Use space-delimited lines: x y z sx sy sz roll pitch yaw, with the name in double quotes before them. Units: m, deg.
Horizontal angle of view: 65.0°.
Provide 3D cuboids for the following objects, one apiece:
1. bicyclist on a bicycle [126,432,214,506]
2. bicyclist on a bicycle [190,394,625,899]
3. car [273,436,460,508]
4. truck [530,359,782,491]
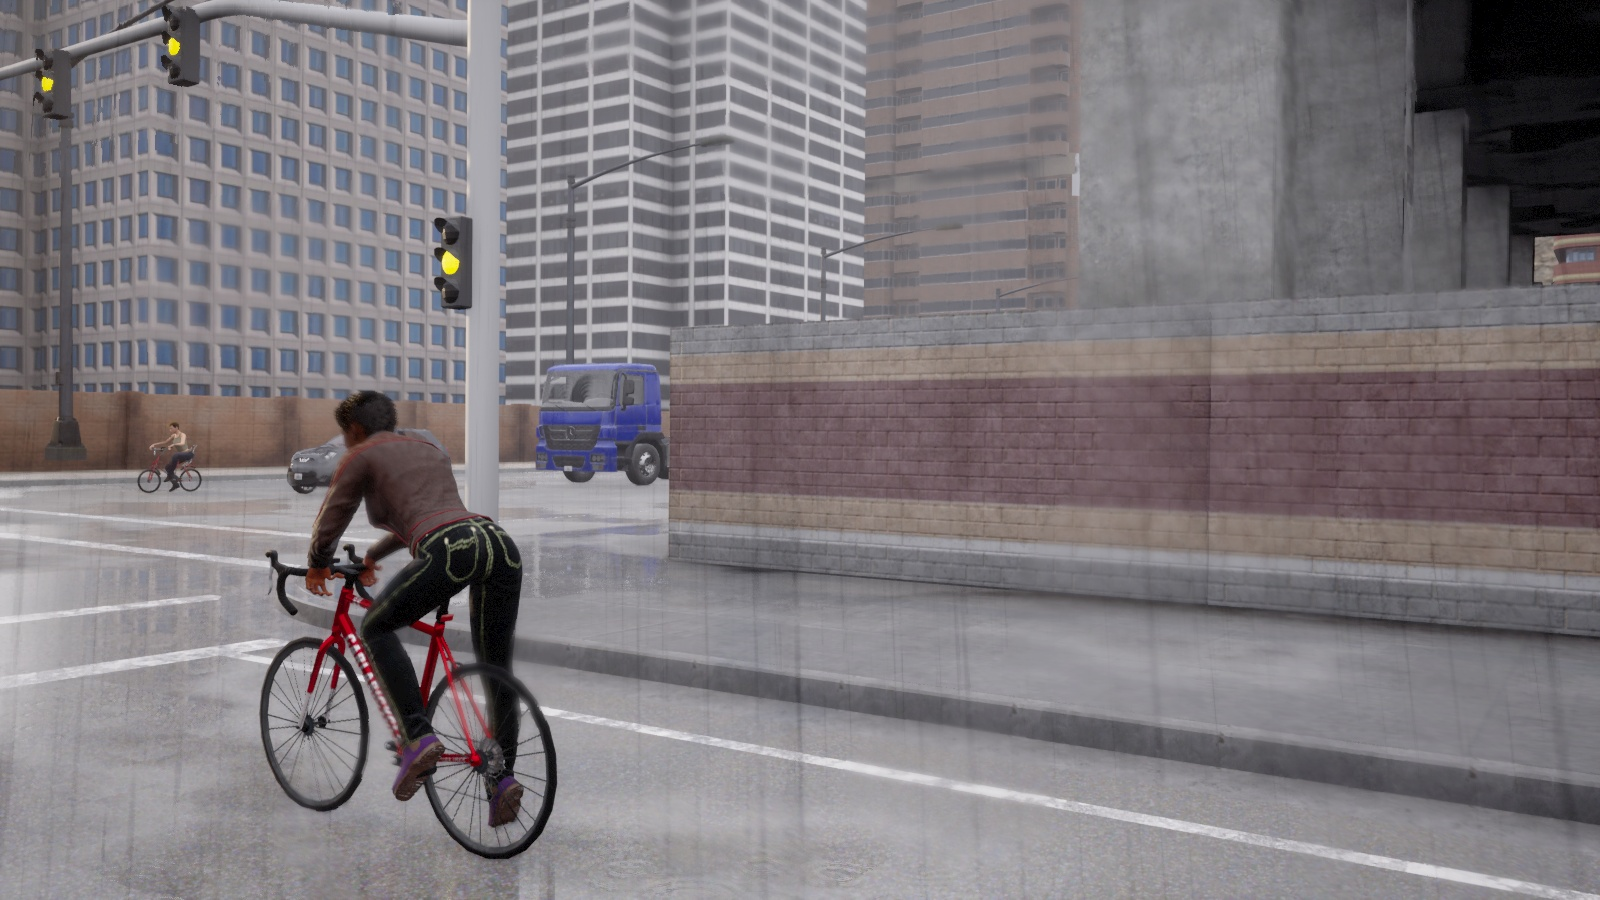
"bicyclist on a bicycle" -14.201 0.410 28.329 0.866 1.612 1.509 0 1 34
"bicyclist on a bicycle" -1.472 0.635 4.599 1.656 1.620 0.582 0 1 34
"car" -9.798 0.444 28.592 1.845 1.501 3.633 0 1 34
"truck" -4.016 -0.721 37.134 2.891 3.462 7.936 0 1 34
